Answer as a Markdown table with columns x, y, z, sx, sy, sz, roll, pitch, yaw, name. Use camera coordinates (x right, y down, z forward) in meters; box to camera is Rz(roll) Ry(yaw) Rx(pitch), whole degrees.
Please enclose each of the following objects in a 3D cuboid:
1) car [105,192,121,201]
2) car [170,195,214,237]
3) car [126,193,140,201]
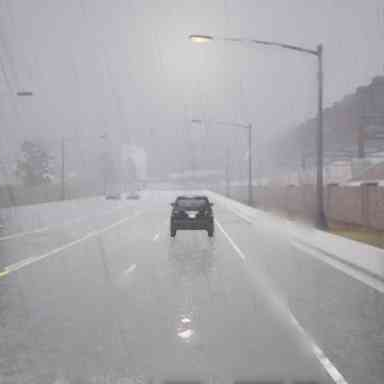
| x | y | z | sx | sy | sz | roll | pitch | yaw | name |
| --- | --- | --- | --- | --- | --- | --- | --- | --- | --- |
| -13.965 | 0.771 | 59.386 | 2.033 | 1.411 | 5.357 | 0 | 1 | 0 | car |
| 0.009 | 1.186 | 18.042 | 2.150 | 2.045 | 5.566 | 0 | 0 | 0 | car |
| -10.464 | 0.808 | 59.505 | 1.994 | 1.385 | 4.181 | 0 | 1 | 0 | car |
